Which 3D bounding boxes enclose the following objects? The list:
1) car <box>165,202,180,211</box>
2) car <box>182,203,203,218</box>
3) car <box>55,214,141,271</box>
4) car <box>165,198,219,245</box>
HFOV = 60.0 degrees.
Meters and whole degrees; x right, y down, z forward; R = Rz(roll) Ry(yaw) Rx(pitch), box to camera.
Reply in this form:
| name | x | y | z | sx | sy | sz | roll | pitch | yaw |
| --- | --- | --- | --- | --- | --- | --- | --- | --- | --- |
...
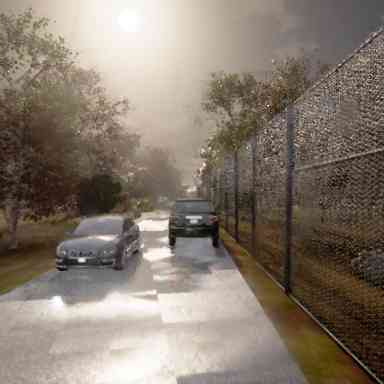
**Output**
| name | x | y | z | sx | sy | sz | roll | pitch | yaw |
| --- | --- | --- | --- | --- | --- | --- | --- | --- | --- |
| car | -3.036 | 2.216 | 51.710 | 2.033 | 1.411 | 5.357 | 0 | -2 | 0 |
| car | 0.005 | 1.847 | 33.633 | 1.994 | 1.385 | 4.181 | 0 | -1 | 0 |
| car | -2.865 | 1.535 | 11.055 | 1.837 | 1.490 | 4.892 | 0 | 0 | 0 |
| car | 0.084 | 1.285 | 16.013 | 2.150 | 2.045 | 5.566 | 0 | 0 | 0 |
